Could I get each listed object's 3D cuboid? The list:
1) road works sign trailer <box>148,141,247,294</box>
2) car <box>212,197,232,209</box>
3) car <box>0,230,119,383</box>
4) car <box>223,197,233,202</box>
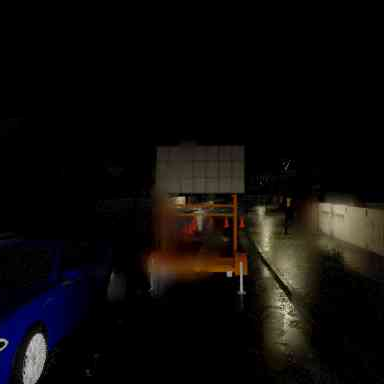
[{"bbox_3d":[0.228,0.470,8.849,2.380,3.560,2.880,0,0,5],"label":"road works sign trailer"},{"bbox_3d":[4.078,1.640,47.352,2.033,1.411,5.357,0,0,14],"label":"car"},{"bbox_3d":[-2.633,1.482,5.433,1.882,1.535,5.008,0,0,3],"label":"car"},{"bbox_3d":[8.964,1.813,83.041,1.895,1.301,4.718,0,0,2],"label":"car"}]
